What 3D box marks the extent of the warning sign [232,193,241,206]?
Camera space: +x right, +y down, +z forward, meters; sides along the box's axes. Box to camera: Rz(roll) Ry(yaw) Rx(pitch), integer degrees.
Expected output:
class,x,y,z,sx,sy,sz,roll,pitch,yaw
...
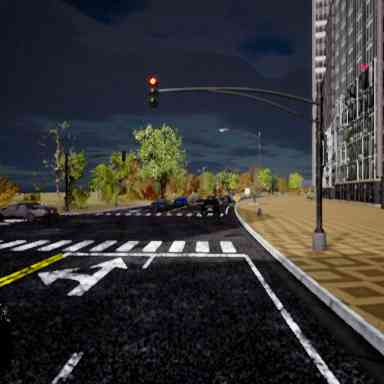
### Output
class,x,y,z,sx,sy,sz,roll,pitch,yaw
warning sign,6.491,1.120,48.309,1.300,1.860,1.060,0,0,8

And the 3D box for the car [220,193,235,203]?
class,x,y,z,sx,sy,sz,roll,pitch,yaw
car,7.430,1.485,70.282,1.882,1.535,5.008,0,0,12

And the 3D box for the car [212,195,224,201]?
class,x,y,z,sx,sy,sz,roll,pitch,yaw
car,6.361,1.403,80.586,2.033,1.411,5.357,0,0,14

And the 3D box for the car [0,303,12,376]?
class,x,y,z,sx,sy,sz,roll,pitch,yaw
car,-3.094,1.491,2.067,2.128,1.511,4.902,0,0,1

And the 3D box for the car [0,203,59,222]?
class,x,y,z,sx,sy,sz,roll,pitch,yaw
car,-13.157,1.553,25.833,5.357,1.411,2.033,0,0,11

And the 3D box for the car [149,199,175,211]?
class,x,y,z,sx,sy,sz,roll,pitch,yaw
car,-3.902,1.544,41.536,2.033,1.411,5.357,0,0,7

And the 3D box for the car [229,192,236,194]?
class,x,y,z,sx,sy,sz,roll,pitch,yaw
car,9.632,1.110,80.293,2.150,2.045,5.566,0,0,14

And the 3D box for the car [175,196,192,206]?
class,x,y,z,sx,sy,sz,roll,pitch,yaw
car,-1.843,1.479,55.974,1.882,1.535,5.008,0,1,9

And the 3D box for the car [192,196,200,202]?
class,x,y,z,sx,sy,sz,roll,pitch,yaw
car,0.961,1.543,71.100,2.033,1.411,5.357,0,0,11

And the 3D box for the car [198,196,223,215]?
class,x,y,z,sx,sy,sz,roll,pitch,yaw
car,1.953,1.477,33.665,1.882,1.535,5.008,0,0,6
